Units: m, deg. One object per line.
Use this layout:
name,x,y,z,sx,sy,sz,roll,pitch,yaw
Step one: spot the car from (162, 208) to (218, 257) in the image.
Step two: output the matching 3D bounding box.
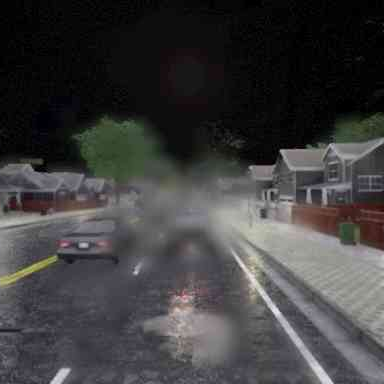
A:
car,0.014,1.643,13.498,1.837,1.490,4.892,0,0,0

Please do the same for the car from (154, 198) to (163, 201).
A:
car,-6.536,2.057,65.058,2.097,1.767,4.553,0,0,0

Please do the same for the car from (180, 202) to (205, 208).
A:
car,0.011,1.652,28.413,2.097,1.767,4.553,0,-1,0

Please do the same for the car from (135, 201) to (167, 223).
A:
car,-3.240,1.795,28.512,2.128,1.511,4.902,0,-1,0

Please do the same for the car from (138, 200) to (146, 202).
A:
car,-9.776,2.249,64.897,2.033,1.411,5.357,0,0,0

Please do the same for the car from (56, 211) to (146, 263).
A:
car,-3.246,1.673,12.504,2.033,1.411,5.357,0,-1,0
